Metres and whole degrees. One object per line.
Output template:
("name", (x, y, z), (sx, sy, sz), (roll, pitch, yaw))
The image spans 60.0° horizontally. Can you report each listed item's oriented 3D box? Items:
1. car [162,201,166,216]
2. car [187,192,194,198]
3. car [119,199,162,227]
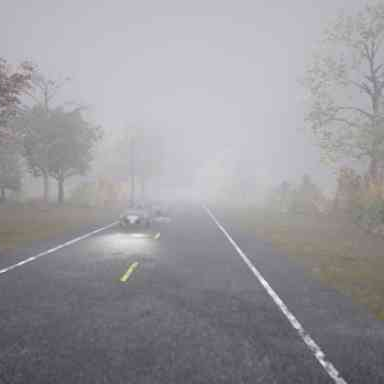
("car", (-3.463, 1.399, 31.043), (2.033, 1.411, 5.357), (0, 0, 0))
("car", (-0.453, 1.005, 95.376), (2.128, 1.511, 4.902), (0, 0, -1))
("car", (-3.451, 1.399, 21.739), (2.128, 1.511, 4.902), (0, 0, 0))
